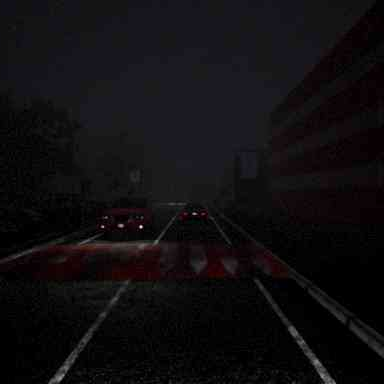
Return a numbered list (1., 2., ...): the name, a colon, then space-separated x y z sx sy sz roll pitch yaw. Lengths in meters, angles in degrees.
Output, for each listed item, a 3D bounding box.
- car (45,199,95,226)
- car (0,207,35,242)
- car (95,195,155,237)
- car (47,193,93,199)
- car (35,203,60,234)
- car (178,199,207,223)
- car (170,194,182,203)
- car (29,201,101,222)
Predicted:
1. car: -9.468 1.413 22.257 5.008 1.535 2.097 0 0 0
2. car: -9.438 1.469 13.780 4.674 1.452 2.002 0 0 0
3. car: -3.311 1.215 18.311 2.150 2.045 5.566 0 0 0
4. car: -9.471 1.145 27.908 5.566 2.045 2.435 0 0 0
5. car: -9.445 1.465 16.606 4.674 1.452 2.002 0 0 0
6. car: 0.169 1.538 25.220 2.033 1.411 5.357 0 0 0
7. car: -2.817 1.414 64.348 1.812 1.442 4.674 0 0 1
8. car: -9.484 1.445 25.084 4.674 1.452 2.002 0 0 0
